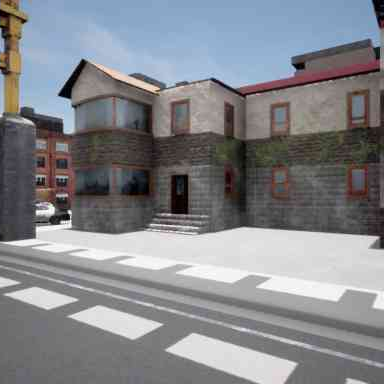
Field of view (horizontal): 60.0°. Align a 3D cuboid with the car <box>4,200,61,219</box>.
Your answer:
[{"bbox_3d":[-12.072,1.295,25.544,1.853,1.218,4.536,0,0,5],"label":"car"}]

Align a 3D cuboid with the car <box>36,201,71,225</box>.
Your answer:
[{"bbox_3d":[-10.700,1.295,22.028,4.536,1.218,1.853,0,0,-25],"label":"car"}]

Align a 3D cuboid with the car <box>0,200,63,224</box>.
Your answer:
[{"bbox_3d":[-12.077,1.453,25.492,2.038,1.542,4.974,0,0,5],"label":"car"}]
